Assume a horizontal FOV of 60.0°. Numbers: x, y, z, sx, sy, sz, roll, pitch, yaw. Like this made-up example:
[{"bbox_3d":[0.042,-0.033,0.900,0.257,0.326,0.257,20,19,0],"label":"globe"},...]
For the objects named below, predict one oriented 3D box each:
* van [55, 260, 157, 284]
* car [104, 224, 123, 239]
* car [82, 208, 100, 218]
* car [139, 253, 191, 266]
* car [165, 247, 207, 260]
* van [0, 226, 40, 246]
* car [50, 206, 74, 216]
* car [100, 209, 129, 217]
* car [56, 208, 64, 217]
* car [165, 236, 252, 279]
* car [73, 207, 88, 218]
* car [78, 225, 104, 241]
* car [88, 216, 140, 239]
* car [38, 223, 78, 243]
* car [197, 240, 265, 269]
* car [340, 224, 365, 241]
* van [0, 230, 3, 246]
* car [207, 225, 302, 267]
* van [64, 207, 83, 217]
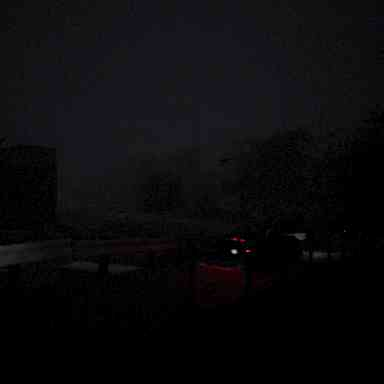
[{"bbox_3d":[-4.220,4.459,15.813,4.442,1.987,1.878,1,1,17],"label":"van"},{"bbox_3d":[-10.414,4.530,35.823,4.792,1.488,2.163,0,0,17],"label":"car"},{"bbox_3d":[-17.688,4.266,62.245,1.946,1.575,5.366,0,1,19],"label":"car"},{"bbox_3d":[-2.476,4.558,18.234,4.553,1.767,2.185,1,1,17],"label":"car"},{"bbox_3d":[-0.701,4.432,20.652,5.566,2.045,2.435,1,1,17],"label":"car"},{"bbox_3d":[-15.927,4.273,28.780,4.442,1.987,1.878,0,0,17],"label":"van"},{"bbox_3d":[-27.139,4.020,69.555,2.185,1.767,4.553,0,1,19],"label":"car"},{"bbox_3d":[-13.050,4.085,58.286,2.435,2.045,5.566,1,1,19],"label":"car"},{"bbox_3d":[-24.772,4.176,67.707,2.097,1.535,5.008,1,1,19],"label":"car"},{"bbox_3d":[1.183,4.434,23.063,5.566,2.045,2.435,1,1,17],"label":"car"},{"bbox_3d":[-20.098,4.280,63.943,2.002,1.452,4.674,0,1,19],"label":"car"},{"bbox_3d":[-12.203,4.249,33.457,5.566,2.045,2.435,0,0,17],"label":"car"},{"bbox_3d":[-8.678,4.251,38.169,5.566,2.045,2.435,0,0,17],"label":"car"},{"bbox_3d":[-13.996,4.248,31.102,5.566,2.045,2.435,0,0,17],"label":"car"},{"bbox_3d":[3.007,4.716,25.475,4.792,1.488,2.163,1,1,17],"label":"car"},{"bbox_3d":[15.450,3.856,32.133,1.812,1.442,4.674,1,-4,22],"label":"car"},{"bbox_3d":[-17.719,4.272,26.425,4.442,1.987,1.878,0,0,17],"label":"van"},{"bbox_3d":[3.085,2.169,14.124,2.128,1.511,4.902,1,-4,39],"label":"car"},{"bbox_3d":[-22.470,3.985,65.707,1.878,1.987,4.442,1,1,19],"label":"van"}]
